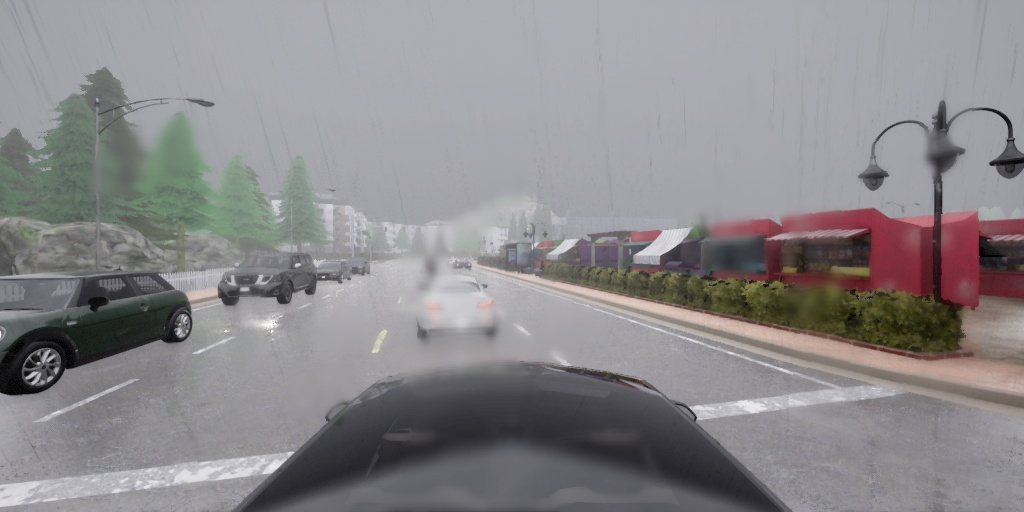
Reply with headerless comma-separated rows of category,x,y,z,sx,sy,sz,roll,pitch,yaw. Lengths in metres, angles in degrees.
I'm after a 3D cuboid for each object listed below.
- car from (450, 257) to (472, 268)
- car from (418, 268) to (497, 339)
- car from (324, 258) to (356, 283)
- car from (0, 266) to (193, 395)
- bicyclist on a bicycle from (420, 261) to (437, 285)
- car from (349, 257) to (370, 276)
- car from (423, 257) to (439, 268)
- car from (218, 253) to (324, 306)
car,-6.107,1.049,43.814,1.895,1.301,4.718,0,0,-14
car,-1.581,1.224,9.874,1.812,1.442,4.674,0,0,-13
car,-12.648,1.088,25.341,1.837,1.490,4.892,0,0,-13
car,-8.083,1.076,6.304,2.097,1.767,4.553,0,0,-13
bicyclist on a bicycle,-4.524,1.079,19.691,0.582,1.620,1.656,0,1,24
car,-14.558,0.876,33.318,2.097,1.767,4.553,0,0,-13
car,-11.418,0.901,50.815,1.837,1.490,4.892,0,0,-13
car,-10.332,0.876,15.725,2.150,2.045,5.566,0,0,-14
